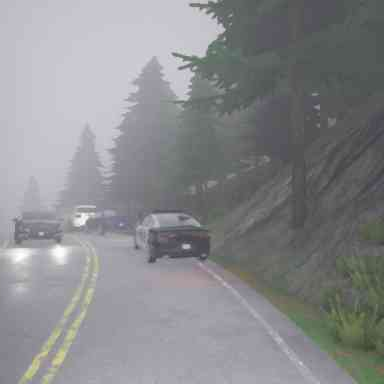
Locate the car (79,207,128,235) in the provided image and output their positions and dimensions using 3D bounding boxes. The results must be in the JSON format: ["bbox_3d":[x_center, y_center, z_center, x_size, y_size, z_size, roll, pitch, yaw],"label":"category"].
[{"bbox_3d":[-5.505,1.932,21.614,1.882,1.535,5.008,0,-4,-33],"label":"car"}]

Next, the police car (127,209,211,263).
[{"bbox_3d":[-0.938,1.430,12.082,1.930,1.638,5.238,1,-2,-18],"label":"police car"}]

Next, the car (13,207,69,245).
[{"bbox_3d":[-7.356,1.600,15.892,1.837,1.490,4.892,3,-4,-28],"label":"car"}]

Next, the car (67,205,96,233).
[{"bbox_3d":[-9.423,2.204,26.741,2.150,2.045,5.566,3,-7,-42],"label":"car"}]

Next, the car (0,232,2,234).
[{"bbox_3d":[-31.242,6.933,52.922,2.033,1.411,5.357,1,-9,-19],"label":"car"}]
